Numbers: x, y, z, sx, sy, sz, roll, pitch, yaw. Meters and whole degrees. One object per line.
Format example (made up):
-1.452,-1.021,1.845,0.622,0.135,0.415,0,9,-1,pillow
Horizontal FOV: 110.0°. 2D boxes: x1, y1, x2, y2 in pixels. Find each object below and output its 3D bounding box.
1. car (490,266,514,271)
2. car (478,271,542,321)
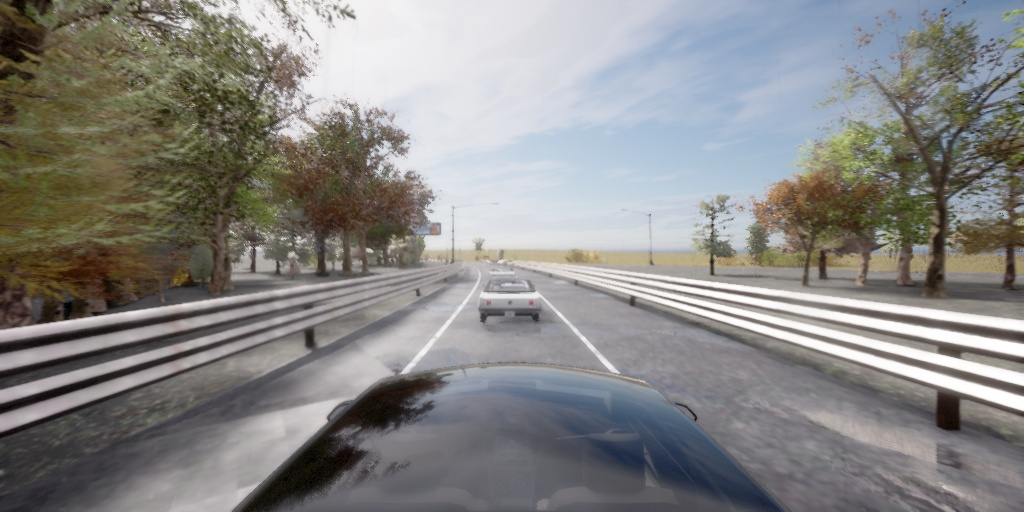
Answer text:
-0.771,1.429,27.625,1.895,1.301,4.718,0,0,-3,car
-0.105,1.381,12.512,1.895,1.301,4.718,0,0,-1,car
